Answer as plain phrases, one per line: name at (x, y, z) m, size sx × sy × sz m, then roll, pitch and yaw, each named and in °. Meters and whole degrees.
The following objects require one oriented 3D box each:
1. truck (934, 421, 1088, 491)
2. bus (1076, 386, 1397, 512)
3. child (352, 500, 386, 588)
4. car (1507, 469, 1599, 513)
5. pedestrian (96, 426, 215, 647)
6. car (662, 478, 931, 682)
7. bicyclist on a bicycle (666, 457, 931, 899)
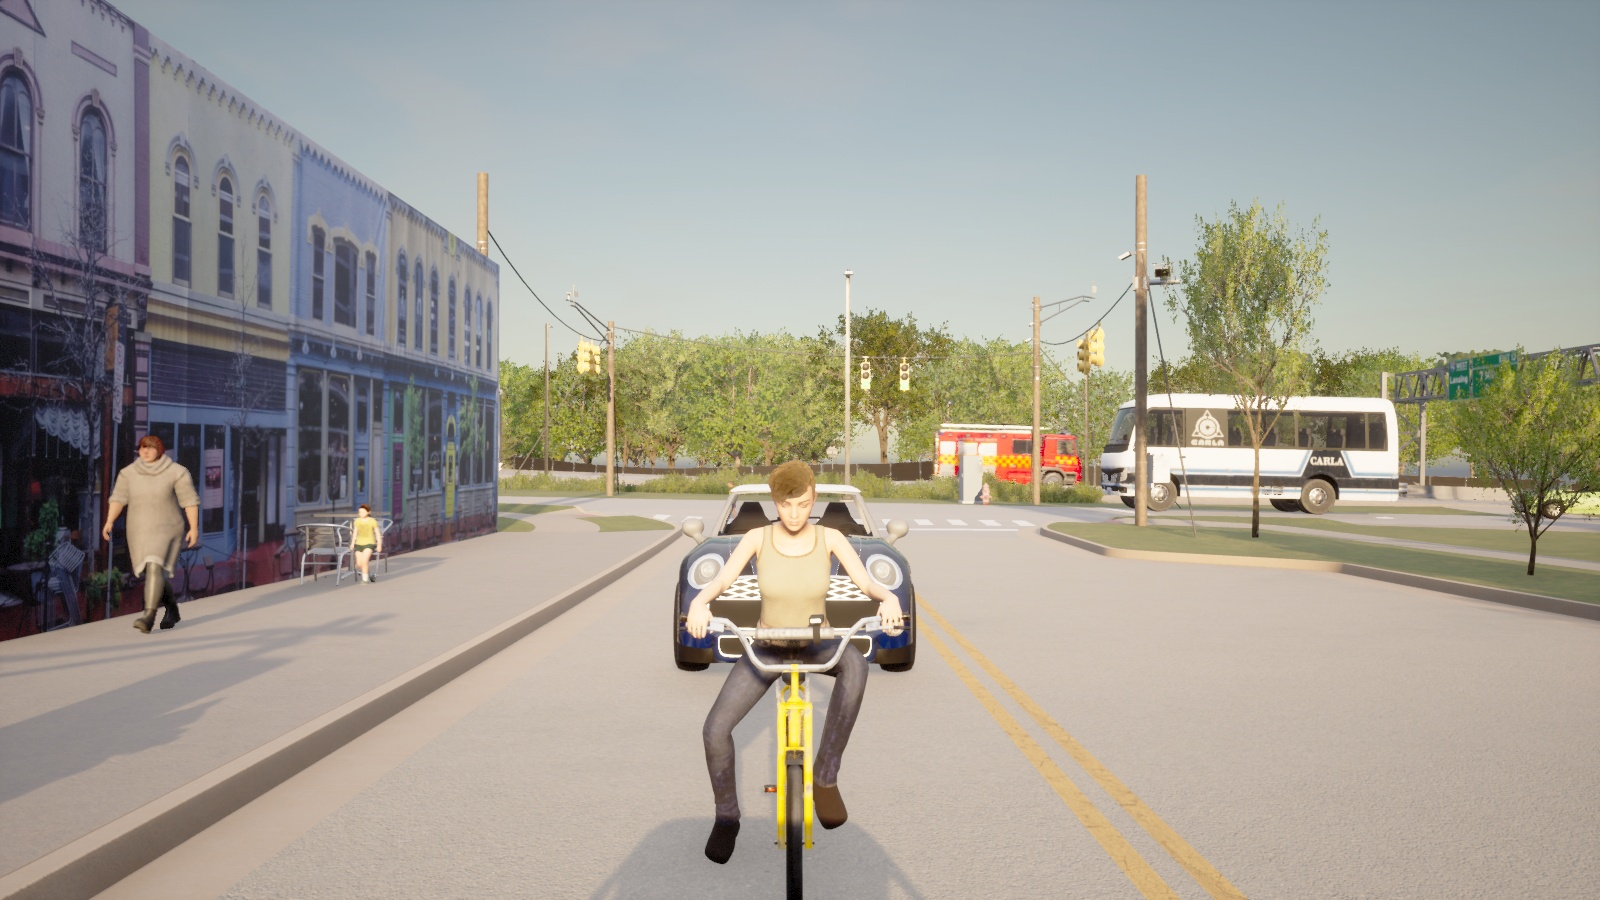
truck at (12.271, 0.384, 73.449) m, size 8.468 × 3.827 × 2.891 m, roll 1°, pitch -1°, yaw 0°
bus at (15.633, 0.001, 45.704) m, size 10.273 × 4.253 × 3.944 m, roll 1°, pitch -1°, yaw -1°
child at (-5.560, 1.207, 16.205) m, size 0.255 × 1.110 × 0.394 m, roll 0°, pitch -1°, yaw 13°
car at (28.345, 1.489, 45.332) m, size 4.514 × 1.525 × 2.007 m, roll 1°, pitch -1°, yaw 10°
pedestrian at (-5.903, 0.769, 11.540) m, size 0.659 × 1.952 × 0.873 m, roll 0°, pitch -1°, yaw -2°
car at (-0.034, 0.998, 11.131) m, size 1.970 × 1.475 × 3.806 m, roll 0°, pitch -1°, yaw 0°
bicyclist on a bicycle at (-0.017, 0.844, 4.879) m, size 0.866 × 1.612 × 1.509 m, roll 0°, pitch -1°, yaw -1°
